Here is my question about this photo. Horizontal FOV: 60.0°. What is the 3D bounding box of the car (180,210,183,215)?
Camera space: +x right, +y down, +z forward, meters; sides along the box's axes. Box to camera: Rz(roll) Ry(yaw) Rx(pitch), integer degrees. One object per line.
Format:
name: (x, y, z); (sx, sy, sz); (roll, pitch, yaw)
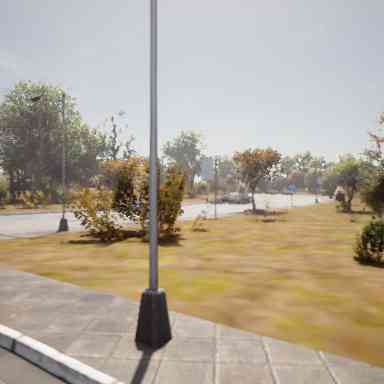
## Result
car: (-2.749, 1.519, 29.134); (1.812, 1.442, 4.674); (0, 0, 39)

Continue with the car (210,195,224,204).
car: (4.828, 1.214, 55.409); (2.128, 1.511, 4.902); (0, 1, 37)

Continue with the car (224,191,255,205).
car: (7.649, 1.084, 53.335); (2.097, 1.767, 4.553); (0, 1, 37)
